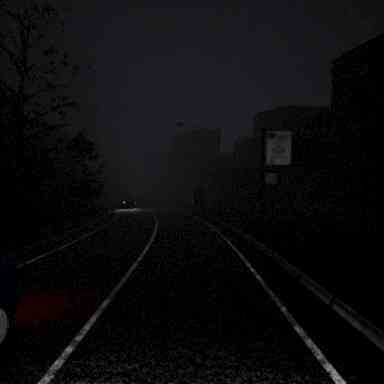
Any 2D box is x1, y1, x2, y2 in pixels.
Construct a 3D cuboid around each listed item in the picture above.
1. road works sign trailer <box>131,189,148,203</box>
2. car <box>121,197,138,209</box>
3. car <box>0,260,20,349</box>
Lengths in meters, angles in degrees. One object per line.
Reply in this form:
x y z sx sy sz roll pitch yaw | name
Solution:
-9.741 0.887 62.035 2.380 2.880 3.560 -2 1 -28 | road works sign trailer
-9.050 1.475 47.563 2.097 1.767 4.553 -2 0 -16 | car
-3.624 1.479 3.178 1.882 1.535 5.008 0 0 0 | car
